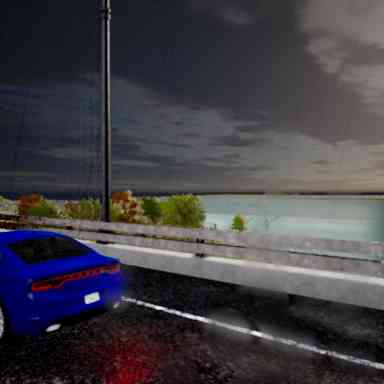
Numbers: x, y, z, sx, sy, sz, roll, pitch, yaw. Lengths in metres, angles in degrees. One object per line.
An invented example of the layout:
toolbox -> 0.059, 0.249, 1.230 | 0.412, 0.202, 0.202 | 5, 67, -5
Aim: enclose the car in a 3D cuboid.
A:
car -> -3.547, 1.500, 6.552 | 5.008, 1.535, 1.882 | -1, 0, 36
